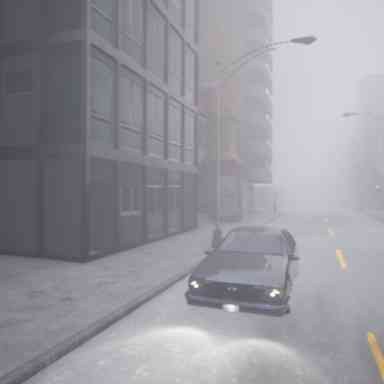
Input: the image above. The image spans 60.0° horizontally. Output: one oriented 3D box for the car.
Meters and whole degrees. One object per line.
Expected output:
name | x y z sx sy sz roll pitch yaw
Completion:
car | 1.588 1.563 8.063 2.033 1.411 5.357 0 0 21
